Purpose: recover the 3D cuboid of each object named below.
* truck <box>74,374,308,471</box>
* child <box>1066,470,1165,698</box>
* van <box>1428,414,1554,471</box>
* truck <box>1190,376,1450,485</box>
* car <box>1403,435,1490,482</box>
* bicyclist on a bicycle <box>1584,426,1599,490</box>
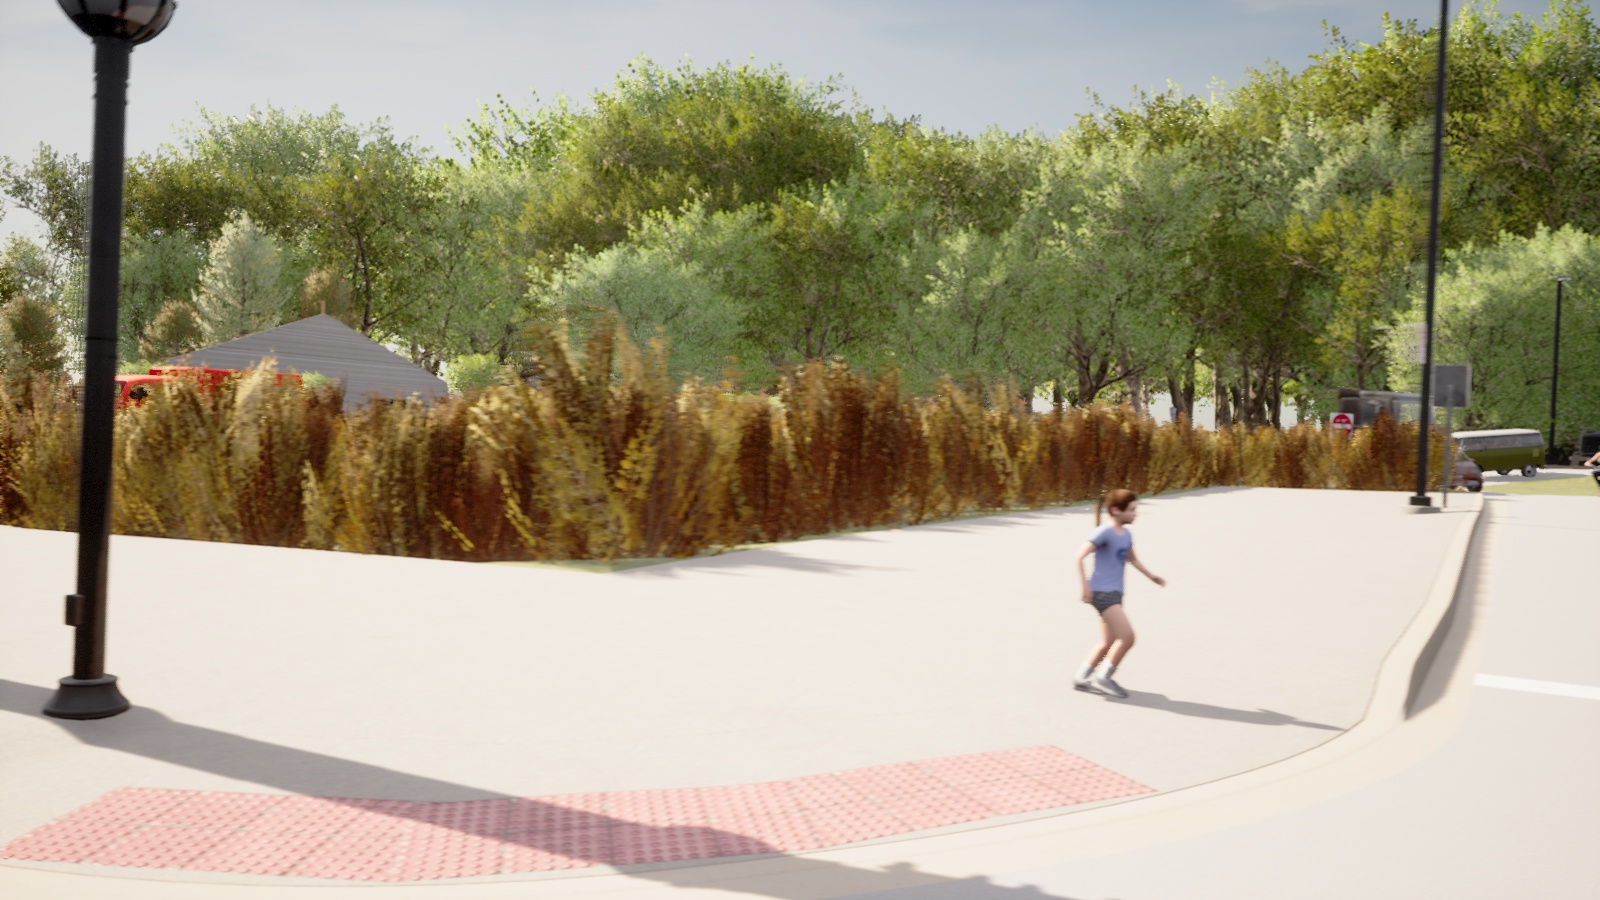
[{"bbox_3d":[-16.749,-0.756,34.816,2.627,2.467,5.204,2,2,34],"label":"truck"},{"bbox_3d":[1.606,0.662,6.398,0.394,1.110,0.255,2,1,35],"label":"child"},{"bbox_3d":[28.671,-0.337,52.142,4.442,1.987,1.775,-4,3,-11],"label":"van"},{"bbox_3d":[17.919,-0.736,43.873,2.891,3.462,7.936,0,2,-38],"label":"truck"},{"bbox_3d":[22.568,0.271,43.966,1.789,1.549,3.705,0,1,12],"label":"car"},{"bbox_3d":[20.739,0.227,32.262,0.866,1.612,1.509,2,0,37],"label":"bicyclist on a bicycle"}]
